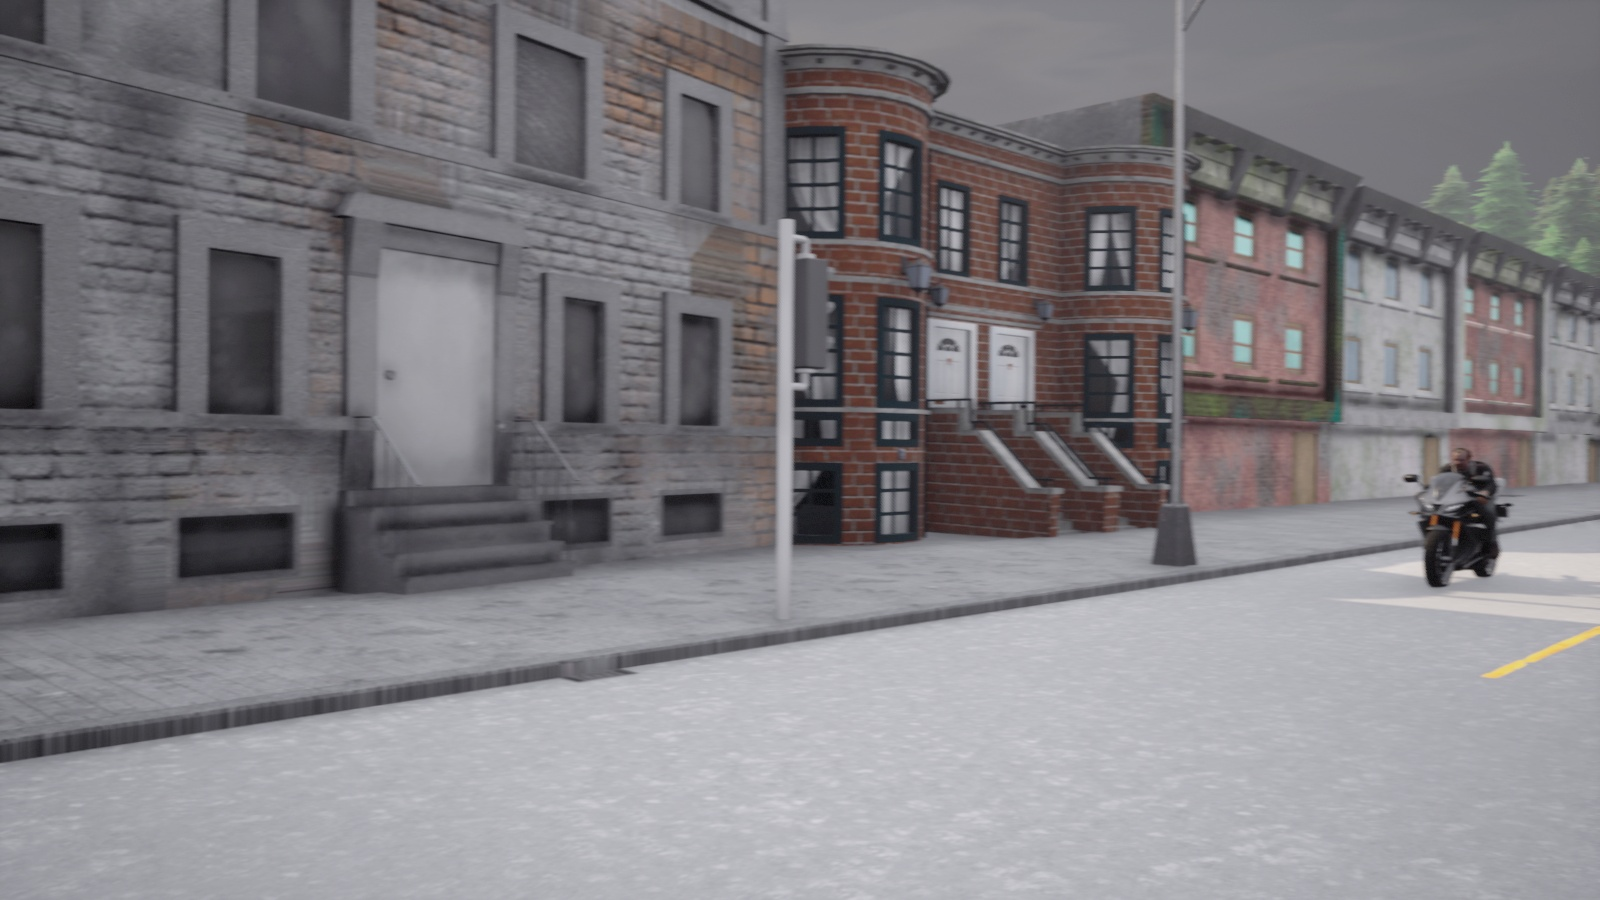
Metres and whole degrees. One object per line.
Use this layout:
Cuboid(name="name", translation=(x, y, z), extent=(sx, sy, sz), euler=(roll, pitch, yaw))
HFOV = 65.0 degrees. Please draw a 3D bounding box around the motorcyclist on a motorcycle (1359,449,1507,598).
Cuboid(name="motorcyclist on a motorcycle", translation=(7.119, 0.760, 14.068), extent=(0.866, 1.530, 2.191), euler=(1, 1, 44))
